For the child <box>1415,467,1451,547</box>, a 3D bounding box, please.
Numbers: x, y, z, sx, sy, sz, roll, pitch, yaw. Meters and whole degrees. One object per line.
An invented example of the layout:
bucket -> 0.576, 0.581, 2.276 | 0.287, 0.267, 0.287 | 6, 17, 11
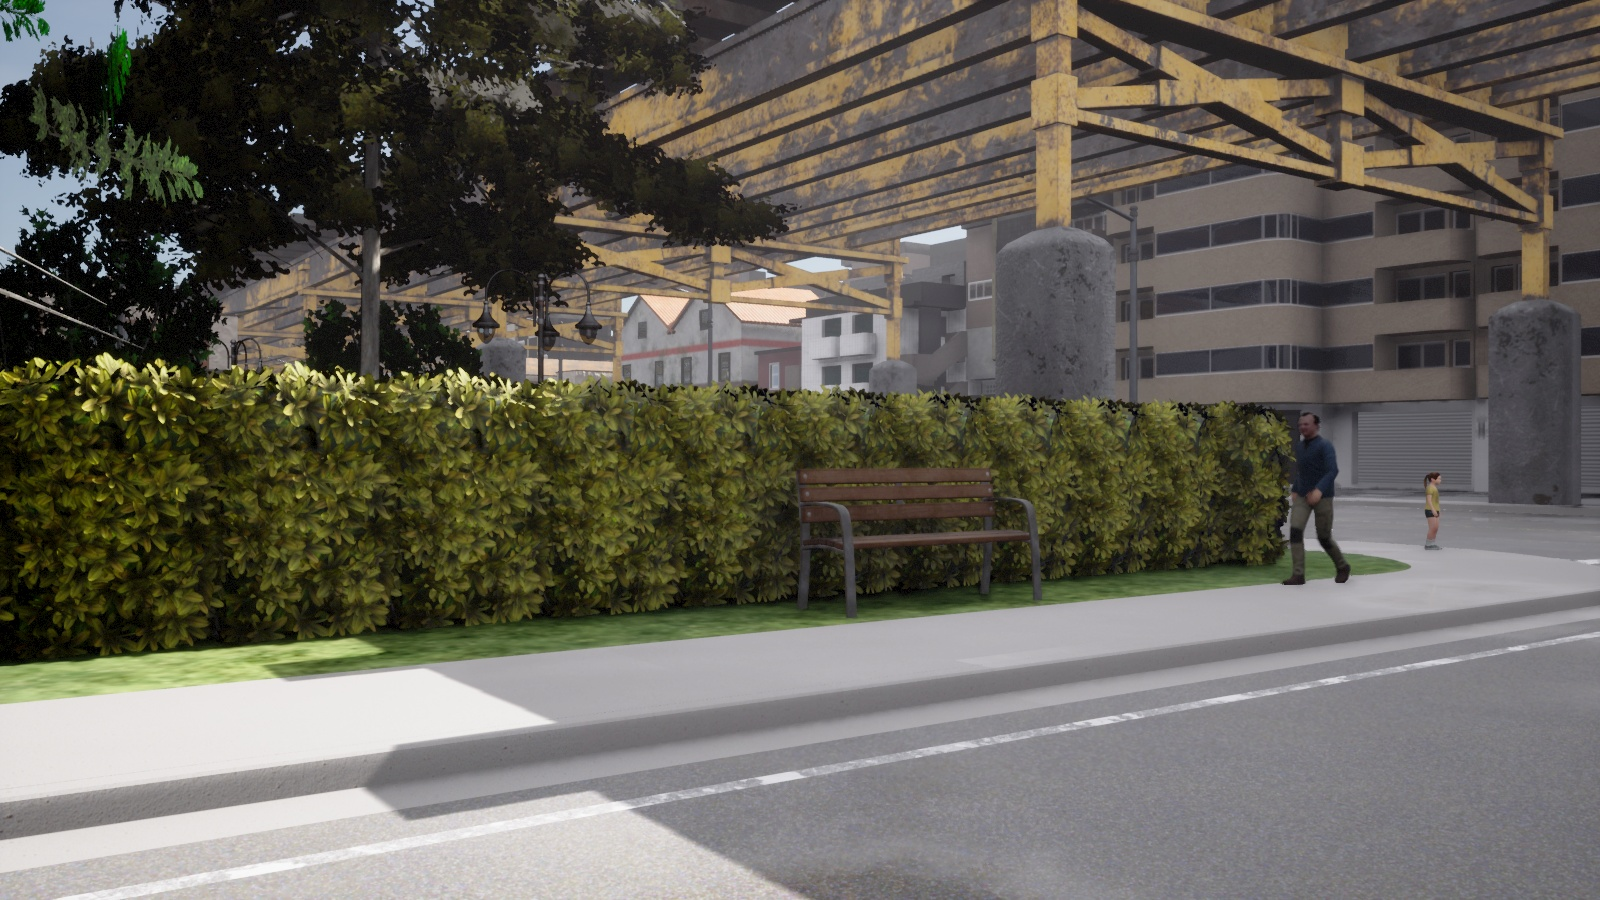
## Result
child -> 8.915, 0.800, 17.683 | 0.394, 1.110, 0.255 | 0, 0, 45

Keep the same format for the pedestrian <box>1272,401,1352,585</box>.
pedestrian -> 5.252, 0.429, 12.881 | 0.726, 1.842, 0.402 | 0, 0, -31
